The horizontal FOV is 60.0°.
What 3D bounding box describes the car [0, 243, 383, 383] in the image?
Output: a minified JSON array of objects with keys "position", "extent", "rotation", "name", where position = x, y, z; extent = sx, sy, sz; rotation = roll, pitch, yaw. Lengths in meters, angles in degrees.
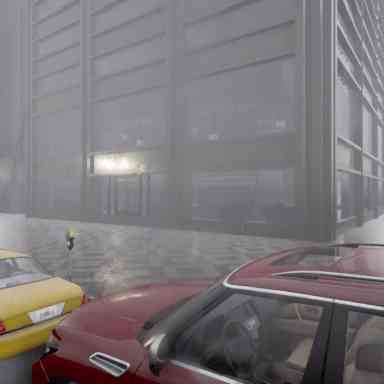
[{"position":[1.017,1.315,2.237],"extent":[5.009,1.841,2.192],"rotation":[0,0,35],"name":"car"}]
